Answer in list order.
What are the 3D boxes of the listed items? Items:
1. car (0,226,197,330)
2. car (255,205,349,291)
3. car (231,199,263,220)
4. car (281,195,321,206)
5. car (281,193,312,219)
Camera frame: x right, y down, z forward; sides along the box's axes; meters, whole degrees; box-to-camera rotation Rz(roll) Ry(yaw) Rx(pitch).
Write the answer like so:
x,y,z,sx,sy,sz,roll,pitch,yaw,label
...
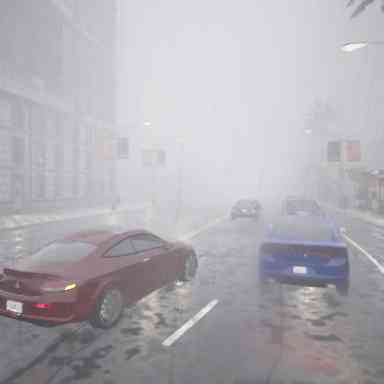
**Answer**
x,y,z,sx,sy,sz,roll,pitch,yaw,label
-1.526,1.428,6.813,1.812,1.442,4.674,0,1,26,car
3.018,1.355,8.881,1.882,1.535,5.008,0,1,21,car
3.946,1.220,23.713,2.033,1.411,5.357,0,1,15,car
5.906,1.106,17.964,2.097,1.767,4.553,0,1,17,car
8.165,0.991,26.339,2.097,1.767,4.553,0,1,15,car
